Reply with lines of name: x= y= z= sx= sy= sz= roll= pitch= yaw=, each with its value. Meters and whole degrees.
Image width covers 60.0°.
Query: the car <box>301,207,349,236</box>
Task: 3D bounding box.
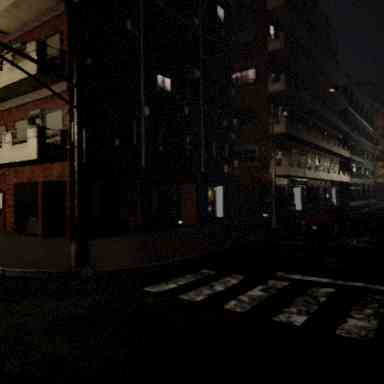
car: x=7.421 y=1.523 z=18.380 sx=1.887 sy=1.381 sz=4.507 roll=-1 pitch=0 yaw=36
